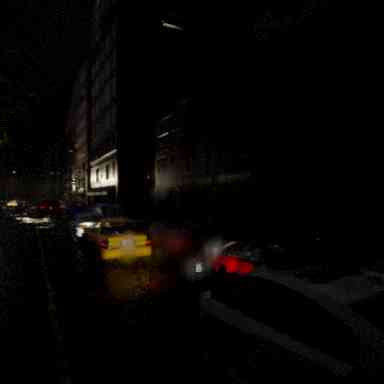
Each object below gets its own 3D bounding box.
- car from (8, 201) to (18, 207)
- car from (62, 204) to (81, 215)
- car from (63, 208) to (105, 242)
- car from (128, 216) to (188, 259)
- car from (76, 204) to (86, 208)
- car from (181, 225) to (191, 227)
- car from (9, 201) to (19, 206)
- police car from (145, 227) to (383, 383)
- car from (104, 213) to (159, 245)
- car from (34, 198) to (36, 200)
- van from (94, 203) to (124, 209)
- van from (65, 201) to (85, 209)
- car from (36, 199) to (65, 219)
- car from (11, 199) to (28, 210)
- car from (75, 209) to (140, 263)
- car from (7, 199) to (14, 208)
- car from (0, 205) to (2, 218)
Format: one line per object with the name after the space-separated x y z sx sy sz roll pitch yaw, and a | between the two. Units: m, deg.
-42.318 2.791 78.631 2.008 1.369 4.403 0 -1 -26 | car
-15.699 2.248 43.266 1.947 1.339 4.313 0 -1 -26 | car
-5.686 1.818 18.129 1.812 1.442 4.674 0 -1 -26 | car
-0.885 1.779 12.707 1.802 1.307 4.206 0 -1 -26 | car
-8.292 1.989 27.987 1.887 1.381 4.507 0 -1 -26 | car
1.584 1.658 7.615 1.887 1.381 4.507 0 -1 -26 | car
-44.696 2.861 83.536 1.887 1.381 4.507 0 -1 -26 | car
1.244 1.482 3.833 1.930 1.638 5.238 0 -1 -26 | police car
-3.354 1.862 17.800 1.802 1.307 4.206 0 -1 -26 | car
-21.584 1.997 48.862 2.150 2.045 5.566 0 -1 -26 | car
-5.824 1.704 22.897 1.690 1.788 3.998 0 -1 -26 | van
-13.231 1.945 38.176 1.690 1.788 3.998 0 -1 -26 | van
-15.713 1.810 36.782 2.150 2.045 5.566 0 -1 -25 | car
-25.334 2.235 49.718 2.128 1.511 4.902 0 -1 -26 | car
-3.152 1.663 12.902 1.801 1.575 5.366 0 -1 -26 | car
-39.866 2.688 73.575 1.752 1.417 4.829 0 -1 -26 | car
-20.885 1.887 34.422 2.192 1.841 5.009 0 -1 -26 | car
